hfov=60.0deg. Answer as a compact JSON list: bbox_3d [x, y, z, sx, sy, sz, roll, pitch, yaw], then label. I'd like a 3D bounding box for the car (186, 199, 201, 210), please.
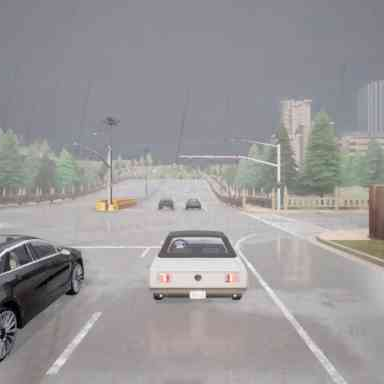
[{"bbox_3d":[0.180,1.564,43.883,1.994,1.385,4.181,0,0,0],"label":"car"}]

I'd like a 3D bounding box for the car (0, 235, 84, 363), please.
[{"bbox_3d":[-3.389,1.492,5.796,2.128,1.511,4.902,0,0,0],"label":"car"}]

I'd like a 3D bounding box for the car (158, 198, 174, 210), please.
[{"bbox_3d":[-3.322,1.505,43.717,1.837,1.490,4.892,0,0,0],"label":"car"}]

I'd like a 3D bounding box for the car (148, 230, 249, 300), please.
[{"bbox_3d":[0.114,1.601,8.331,1.895,1.301,4.718,0,0,0],"label":"car"}]
